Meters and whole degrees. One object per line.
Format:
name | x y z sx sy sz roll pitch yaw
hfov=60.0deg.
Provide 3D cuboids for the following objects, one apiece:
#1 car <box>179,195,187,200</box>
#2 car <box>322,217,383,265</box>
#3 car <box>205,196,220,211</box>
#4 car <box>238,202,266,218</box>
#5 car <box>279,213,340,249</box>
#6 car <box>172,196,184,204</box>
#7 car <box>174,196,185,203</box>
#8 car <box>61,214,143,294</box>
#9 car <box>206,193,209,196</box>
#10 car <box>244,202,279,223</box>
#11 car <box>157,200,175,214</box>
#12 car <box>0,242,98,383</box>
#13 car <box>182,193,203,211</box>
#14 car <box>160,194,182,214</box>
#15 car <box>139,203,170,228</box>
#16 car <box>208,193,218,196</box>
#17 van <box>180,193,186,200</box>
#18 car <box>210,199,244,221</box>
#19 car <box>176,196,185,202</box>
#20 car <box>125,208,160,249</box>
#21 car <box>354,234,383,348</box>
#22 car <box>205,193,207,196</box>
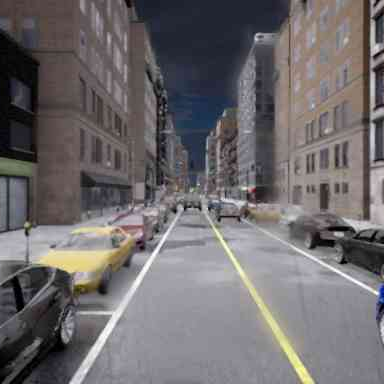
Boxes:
car | -2.484 1.550 89.752 1.947 1.339 4.313 0 0 0
car | 5.399 1.580 8.931 1.947 1.339 4.313 0 0 0
car | 2.848 1.536 40.746 1.812 1.442 4.674 0 0 1
car | 5.437 1.598 30.582 1.802 1.307 4.206 0 0 0
car | 5.409 1.582 14.344 1.947 1.339 4.313 0 0 0
car | -2.532 1.547 62.481 2.008 1.369 4.403 0 0 0
car | -2.522 1.540 67.936 1.887 1.381 4.507 0 0 0
car | -2.626 1.525 8.784 1.752 1.417 4.829 0 0 0
car | 5.541 1.439 89.731 1.967 1.590 4.097 0 0 0
car | 5.428 1.542 25.340 1.752 1.417 4.829 0 0 0
car | -2.597 1.553 25.193 2.008 1.369 4.403 0 0 0
car | -2.636 1.563 3.542 1.947 1.339 4.313 0 0 0
car | 0.067 1.228 40.432 2.150 2.045 5.566 0 0 0
car | -2.578 1.316 36.018 2.192 1.841 5.009 0 0 0
car | -2.607 1.553 19.780 2.008 1.369 4.403 0 0 0
car | 5.522 1.445 78.822 1.967 1.590 4.097 0 0 0
van | -2.474 1.322 95.205 1.690 1.788 3.998 0 0 0
car | 2.840 1.559 26.937 2.033 1.411 5.357 0 0 1
car | -2.513 1.518 73.220 1.752 1.417 4.829 0 0 0
car | -2.617 1.584 14.367 1.802 1.307 4.206 0 0 0
car | 3.576 1.486 2.812 1.882 1.535 5.008 0 0 0
car | 5.550 1.540 95.186 1.887 1.381 4.507 0 0 0
